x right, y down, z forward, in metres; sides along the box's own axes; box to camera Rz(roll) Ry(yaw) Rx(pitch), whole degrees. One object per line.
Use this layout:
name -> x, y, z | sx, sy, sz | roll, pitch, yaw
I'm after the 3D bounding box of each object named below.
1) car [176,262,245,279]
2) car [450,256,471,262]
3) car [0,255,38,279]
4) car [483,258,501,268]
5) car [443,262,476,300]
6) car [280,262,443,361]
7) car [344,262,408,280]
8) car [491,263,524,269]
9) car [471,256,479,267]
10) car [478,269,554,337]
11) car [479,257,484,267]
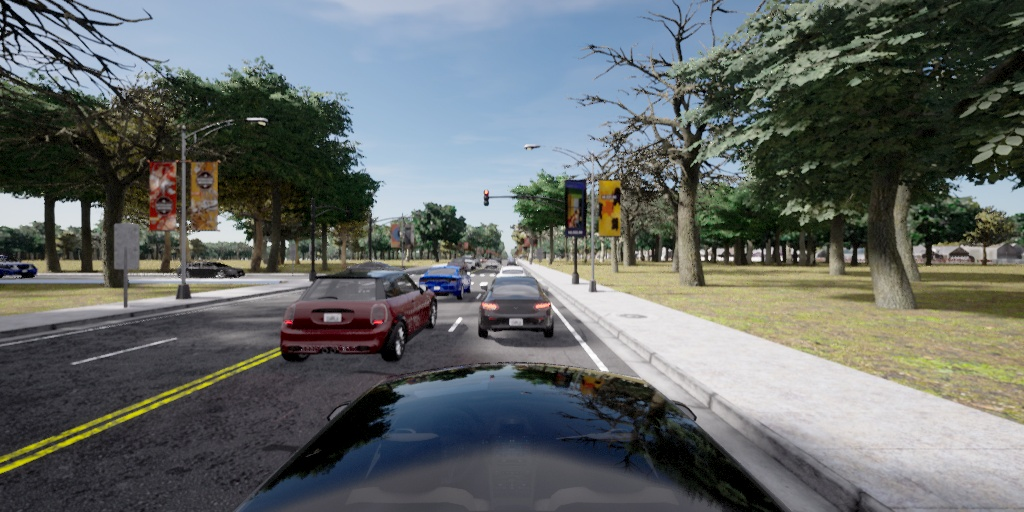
car -> -25.069, 1.222, 29.945 | 4.892, 1.490, 1.837 | 0, 0, 0
car -> -6.647, 1.098, 43.573 | 2.097, 1.767, 4.553 | 0, 0, 0
car -> -43.427, 0.922, 29.951 | 5.566, 2.045, 2.150 | 0, 0, 0
car -> -3.215, 1.354, 59.121 | 1.895, 1.301, 4.718 | 0, 0, 0
car -> -3.169, 1.223, 17.737 | 1.882, 1.535, 5.008 | 0, 0, 1
car -> -3.157, 1.100, 8.409 | 2.097, 1.767, 4.553 | 0, 0, 0
car -> -11.593, 1.248, 30.788 | 4.892, 1.490, 1.837 | 0, 0, -11
car -> 0.044, 1.271, 19.214 | 1.812, 1.442, 4.674 | 0, 0, 0
car -> -6.656, 0.968, 53.125 | 2.150, 2.045, 5.566 | 0, 0, 0
car -> 0.091, 1.273, 10.111 | 1.812, 1.442, 4.674 | 0, 0, 0
car -> -6.631, 1.234, 64.171 | 1.882, 1.535, 5.008 | 0, 0, 0
